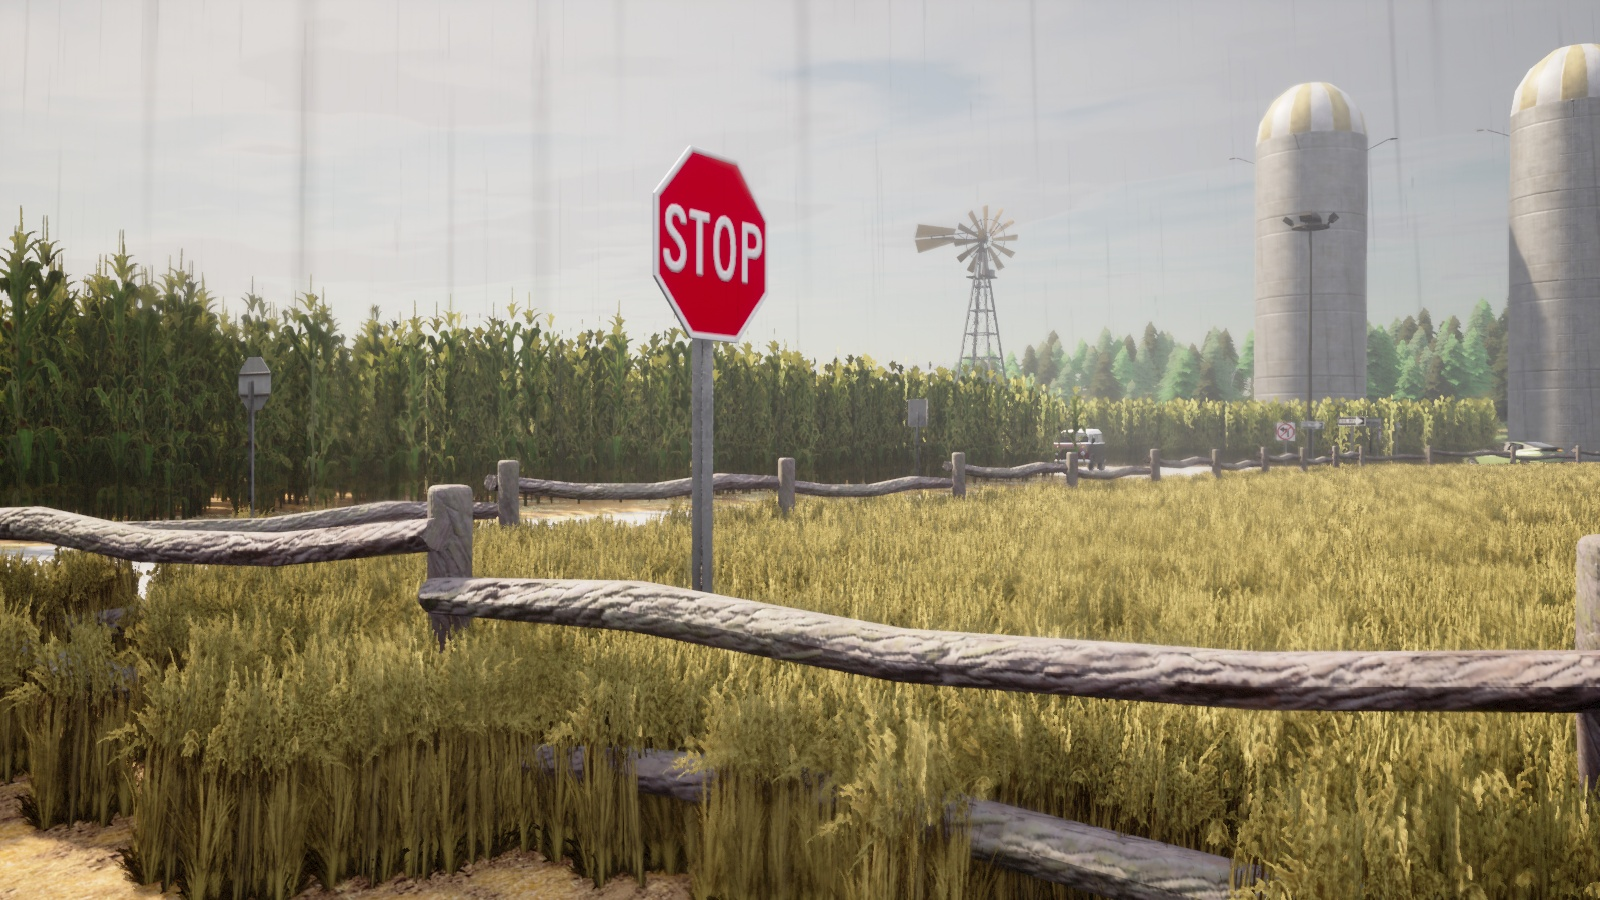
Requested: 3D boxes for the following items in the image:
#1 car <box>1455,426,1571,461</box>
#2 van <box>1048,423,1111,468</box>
[{"bbox_3d":[33.153,-0.308,58.517,2.007,1.525,4.514,-1,1,-18],"label":"car"},{"bbox_3d":[13.526,-0.253,60.623,2.069,2.038,4.480,-1,0,24],"label":"van"}]
